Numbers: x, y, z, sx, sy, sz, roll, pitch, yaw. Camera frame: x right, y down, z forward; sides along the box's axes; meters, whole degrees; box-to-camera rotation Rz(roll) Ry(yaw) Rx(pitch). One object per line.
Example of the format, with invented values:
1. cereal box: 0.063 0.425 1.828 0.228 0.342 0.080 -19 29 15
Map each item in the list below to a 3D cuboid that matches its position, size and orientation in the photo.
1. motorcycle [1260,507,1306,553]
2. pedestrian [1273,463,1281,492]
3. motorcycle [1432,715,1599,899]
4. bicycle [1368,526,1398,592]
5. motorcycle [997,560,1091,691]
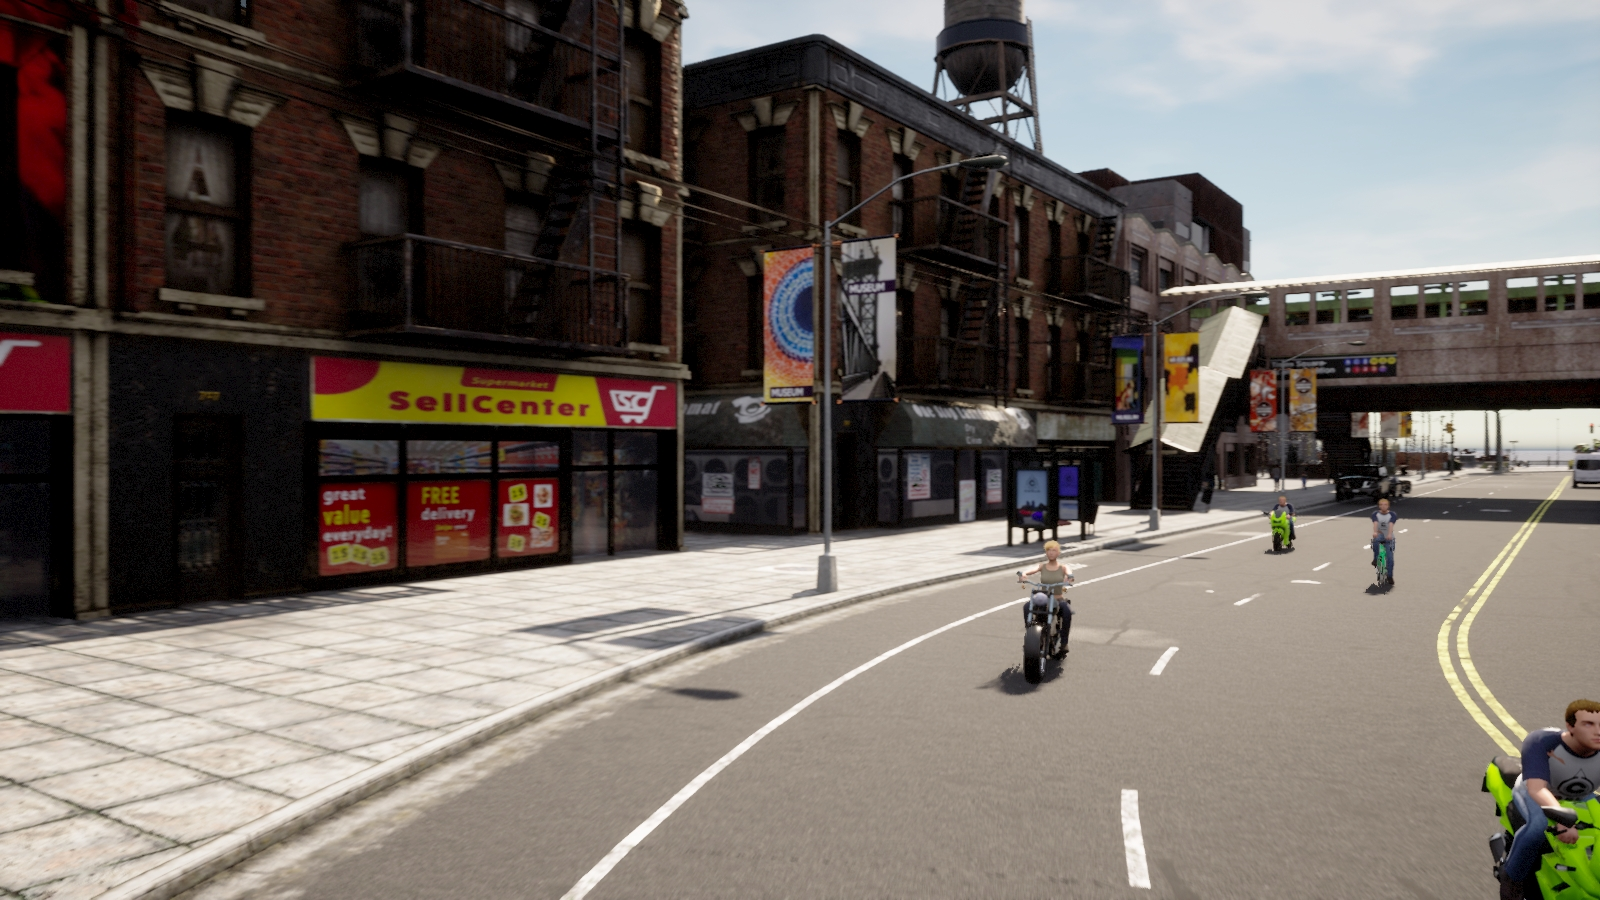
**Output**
1. motorcycle: 13.519 2.222 31.956 0.803 1.145 2.033 0 0 35
2. pedestrian: 29.862 1.717 71.556 0.375 1.860 0.375 0 0 37
3. motorcycle: 4.078 2.216 5.986 0.803 1.145 2.033 0 0 13
4. bicycle: 11.969 2.214 23.447 0.373 1.196 1.643 0 0 33
5. motorcycle: 3.152 2.172 14.561 0.764 1.277 2.356 1 0 22
